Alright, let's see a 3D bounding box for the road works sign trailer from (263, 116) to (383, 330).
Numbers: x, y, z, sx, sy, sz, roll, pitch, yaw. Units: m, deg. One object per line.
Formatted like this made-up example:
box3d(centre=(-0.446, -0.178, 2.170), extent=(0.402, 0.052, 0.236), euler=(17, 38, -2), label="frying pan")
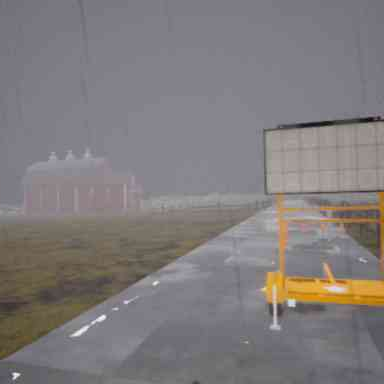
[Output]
box3d(centre=(2.678, 0.428, 6.516), extent=(2.380, 3.560, 2.880), euler=(-2, -1, 17), label="road works sign trailer")
